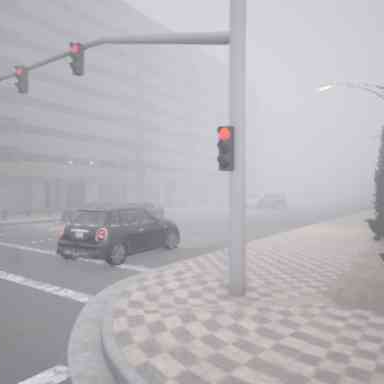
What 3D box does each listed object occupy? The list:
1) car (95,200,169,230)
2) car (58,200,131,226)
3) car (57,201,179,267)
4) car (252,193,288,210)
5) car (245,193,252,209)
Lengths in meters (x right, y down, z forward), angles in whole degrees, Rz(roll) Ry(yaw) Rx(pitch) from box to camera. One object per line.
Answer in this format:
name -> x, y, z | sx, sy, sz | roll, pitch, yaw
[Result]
car -> -3.796, 1.401, 21.838 | 1.837, 1.490, 4.892 | 0, 1, 35
car -> -6.799, 1.394, 23.652 | 1.837, 1.490, 4.892 | 0, 0, 35
car -> -2.271, 1.271, 11.531 | 2.097, 1.767, 4.553 | 0, 0, 28
car -> 9.898, 1.121, 40.710 | 2.150, 2.045, 5.566 | 0, 0, 36
car -> 7.043, 1.111, 42.732 | 2.150, 2.045, 5.566 | 0, 0, 36
